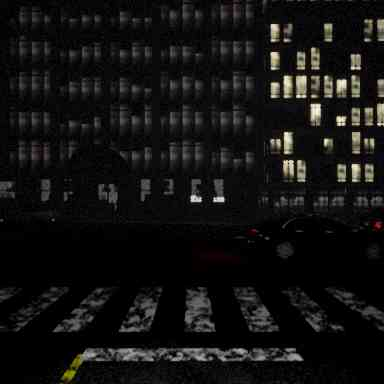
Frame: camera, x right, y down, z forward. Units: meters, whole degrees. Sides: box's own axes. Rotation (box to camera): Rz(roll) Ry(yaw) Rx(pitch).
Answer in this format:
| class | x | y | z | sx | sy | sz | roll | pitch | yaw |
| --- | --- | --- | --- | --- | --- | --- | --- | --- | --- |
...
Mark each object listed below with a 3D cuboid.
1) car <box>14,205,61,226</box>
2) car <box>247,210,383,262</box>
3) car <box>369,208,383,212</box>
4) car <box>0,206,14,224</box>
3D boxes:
| class | x | y | z | sx | sy | sz | roll | pitch | yaw |
| --- | --- | --- | --- | --- | --- | --- | --- | --- | --- |
| car | -11.284 | 1.492 | 21.835 | 4.718 | 1.301 | 1.895 | 1 | -1 | 1 |
| car | 4.441 | 1.524 | 11.723 | 4.892 | 1.490 | 1.837 | 1 | 0 | 1 |
| car | 9.958 | 1.518 | 14.935 | 4.553 | 1.767 | 2.097 | 1 | -1 | 1 |
| car | -12.903 | 1.357 | 18.590 | 4.674 | 1.442 | 1.812 | 1 | -1 | 1 |
